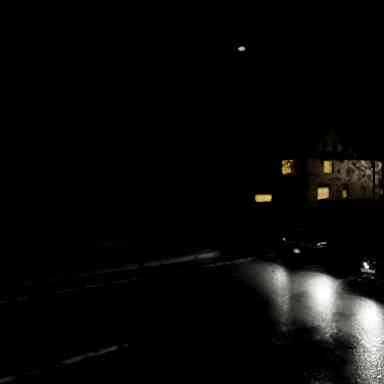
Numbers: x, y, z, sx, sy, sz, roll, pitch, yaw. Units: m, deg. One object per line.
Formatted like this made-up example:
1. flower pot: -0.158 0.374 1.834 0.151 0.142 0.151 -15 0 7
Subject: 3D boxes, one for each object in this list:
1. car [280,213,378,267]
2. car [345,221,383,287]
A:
1. car: 4.991 1.452 11.222 4.674 1.442 1.812 0 0 -36
2. car: 6.242 1.479 8.138 5.357 1.411 2.033 0 0 -35
